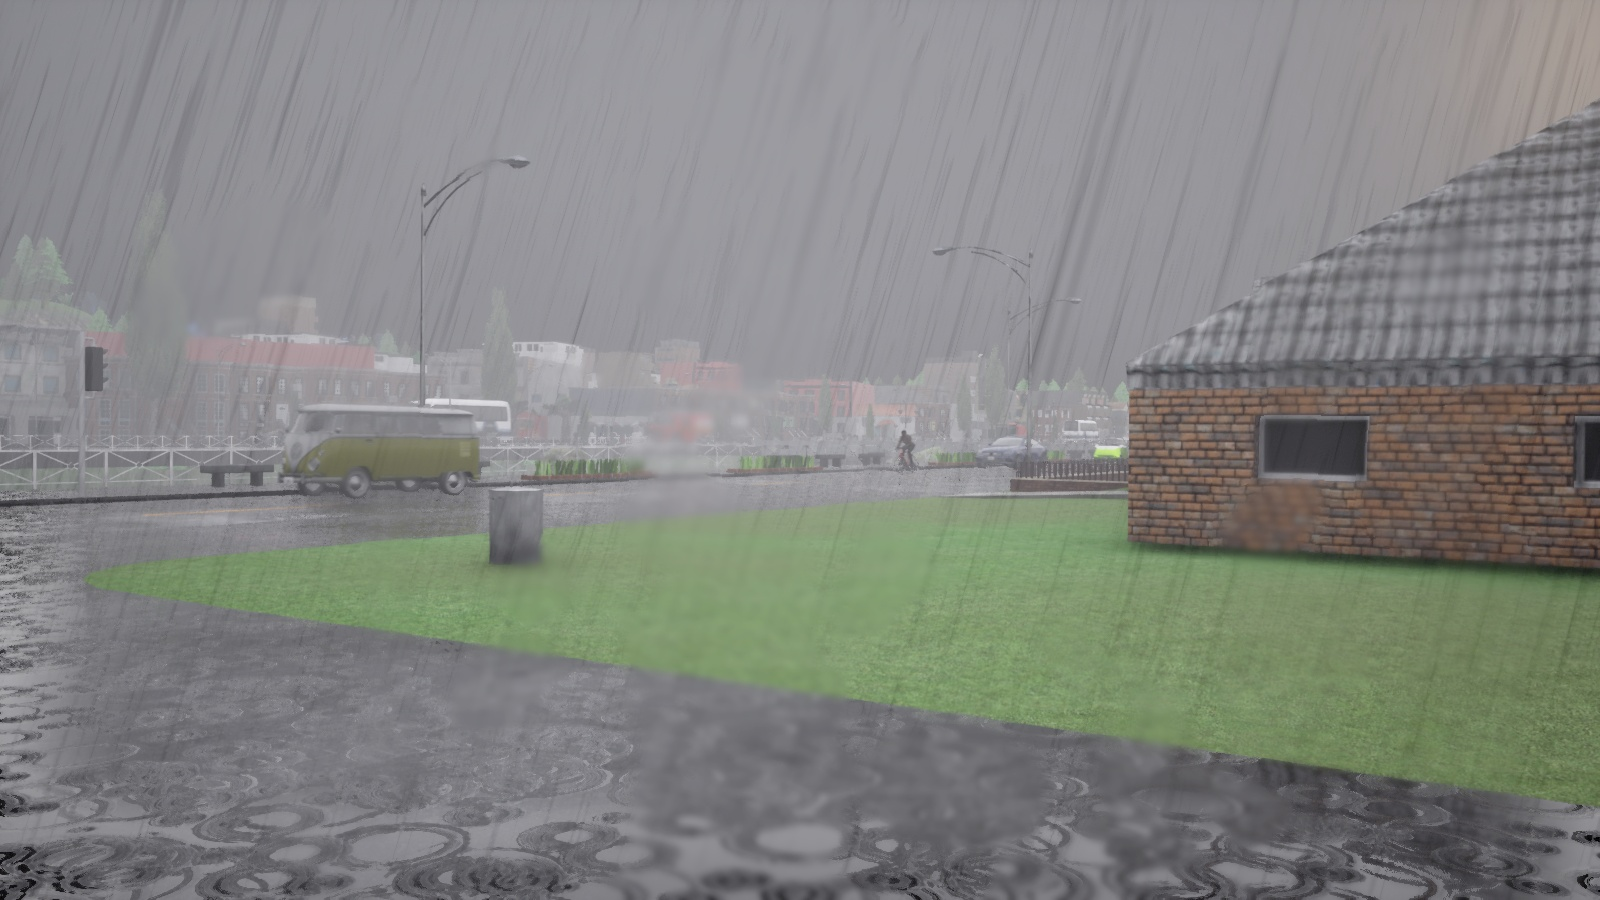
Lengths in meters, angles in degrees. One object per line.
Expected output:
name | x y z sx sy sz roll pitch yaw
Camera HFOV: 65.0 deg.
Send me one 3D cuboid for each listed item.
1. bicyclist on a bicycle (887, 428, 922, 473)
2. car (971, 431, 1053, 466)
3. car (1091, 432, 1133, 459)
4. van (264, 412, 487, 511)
bicyclist on a bicycle | 3.929 0.005 47.119 0.582 1.620 1.656 0 1 34
car | 9.370 -0.083 55.312 1.812 1.442 4.674 0 1 34
car | 16.351 -0.260 65.824 1.481 1.376 2.207 0 1 34
van | -9.148 0.192 27.426 1.775 1.987 4.442 0 1 34
